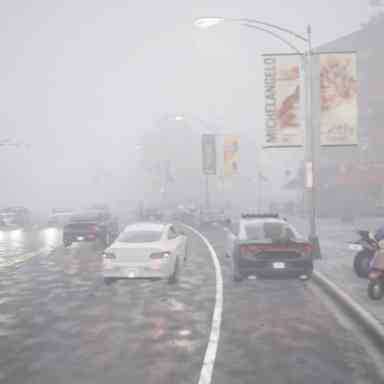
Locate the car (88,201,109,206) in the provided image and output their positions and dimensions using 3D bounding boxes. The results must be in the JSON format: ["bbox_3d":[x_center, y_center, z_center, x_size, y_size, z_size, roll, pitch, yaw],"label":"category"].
[{"bbox_3d":[-9.841,1.856,34.188,1.837,1.490,4.892,0,-1,-26],"label":"car"}]

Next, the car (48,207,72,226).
[{"bbox_3d":[-10.455,1.924,26.883,1.895,1.301,4.718,-1,0,-19],"label":"car"}]

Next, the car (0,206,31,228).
[{"bbox_3d":[-13.808,1.898,25.888,2.128,1.511,4.902,-1,0,-19],"label":"car"}]

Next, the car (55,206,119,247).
[{"bbox_3d":[-4.765,1.673,16.128,1.837,1.490,4.892,0,0,-4],"label":"car"}]

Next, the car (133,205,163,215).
[{"bbox_3d":[-4.030,1.827,29.464,1.895,1.301,4.718,-1,0,-19],"label":"car"}]

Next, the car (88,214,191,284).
[{"bbox_3d":[-1.198,1.598,9.694,1.812,1.442,4.674,-1,0,4],"label":"car"}]

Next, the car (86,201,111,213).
[{"bbox_3d":[-12.811,1.988,45.271,1.812,1.442,4.674,-1,0,-35],"label":"car"}]

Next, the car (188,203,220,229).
[{"bbox_3d":[1.141,1.697,22.781,1.895,1.301,4.718,-1,0,-8],"label":"car"}]

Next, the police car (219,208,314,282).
[{"bbox_3d":[2.022,1.443,9.993,1.930,1.638,5.238,-1,0,2],"label":"police car"}]
